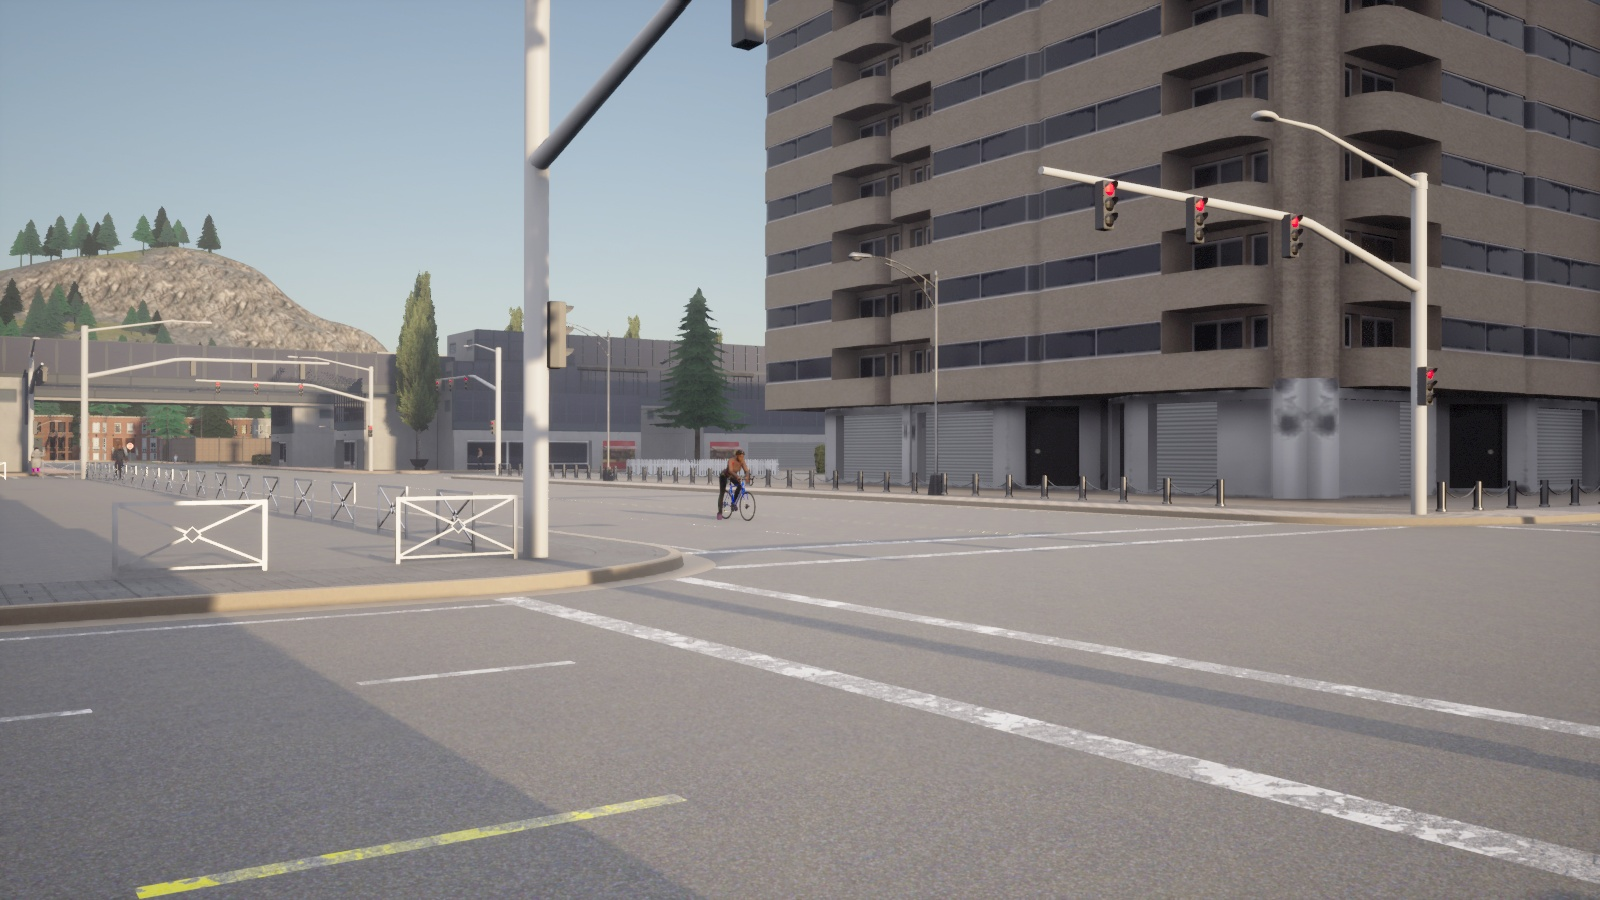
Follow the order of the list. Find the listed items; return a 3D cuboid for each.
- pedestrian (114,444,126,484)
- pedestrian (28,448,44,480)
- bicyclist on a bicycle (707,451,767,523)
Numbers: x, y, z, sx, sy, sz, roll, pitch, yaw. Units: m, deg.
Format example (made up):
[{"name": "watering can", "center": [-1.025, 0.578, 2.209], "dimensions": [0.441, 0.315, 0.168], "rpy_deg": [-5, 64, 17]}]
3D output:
[{"name": "pedestrian", "center": [-33.086, 0.678, 61.072], "dimensions": [0.423, 1.949, 0.788], "rpy_deg": [0, 0, -35]}, {"name": "pedestrian", "center": [-46.659, 0.865, 76.687], "dimensions": [0.873, 1.952, 0.659], "rpy_deg": [0, 0, 45]}, {"name": "bicyclist on a bicycle", "center": [-1.467, 0.827, 28.998], "dimensions": [0.582, 1.620, 1.656], "rpy_deg": [0, 0, -35]}]
